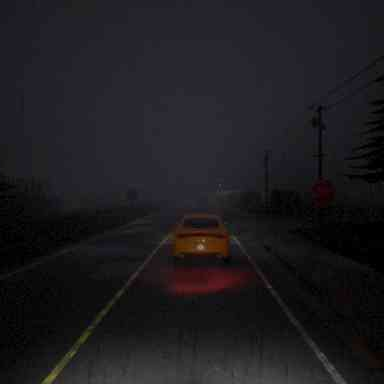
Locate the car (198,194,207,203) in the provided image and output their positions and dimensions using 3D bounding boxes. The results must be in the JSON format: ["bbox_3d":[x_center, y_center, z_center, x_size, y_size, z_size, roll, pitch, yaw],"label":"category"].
[{"bbox_3d":[2.717,1.642,82.875,2.150,2.045,5.566,0,0,2],"label":"car"}]

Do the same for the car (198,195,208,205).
[{"bbox_3d":[2.356,1.959,72.428,1.837,1.490,4.892,0,0,2],"label":"car"}]

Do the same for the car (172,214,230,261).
[{"bbox_3d":[0.365,1.557,12.639,1.882,1.535,5.008,0,0,2],"label":"car"}]
